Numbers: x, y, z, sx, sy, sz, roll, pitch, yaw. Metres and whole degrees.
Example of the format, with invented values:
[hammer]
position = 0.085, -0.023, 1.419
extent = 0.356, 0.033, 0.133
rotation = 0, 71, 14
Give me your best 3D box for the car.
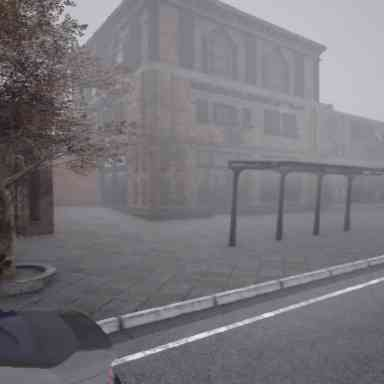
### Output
[car]
position = -2.703, 1.492, 1.459
extent = 4.902, 1.511, 2.128
rotation = 0, 0, -35
